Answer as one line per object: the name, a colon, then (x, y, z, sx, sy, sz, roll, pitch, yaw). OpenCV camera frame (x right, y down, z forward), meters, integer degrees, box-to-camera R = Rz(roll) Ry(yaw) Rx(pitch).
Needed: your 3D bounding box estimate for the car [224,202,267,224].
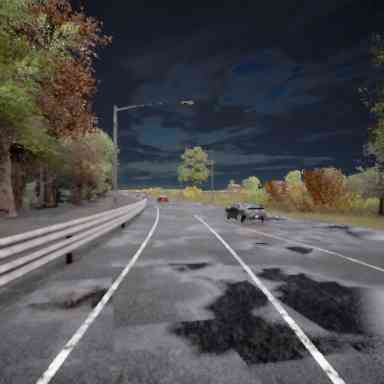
car: (3.910, 1.492, 25.171, 2.128, 1.511, 4.902, 0, 0, -13)

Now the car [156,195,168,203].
car: (-6.096, 1.351, 67.417, 1.882, 1.535, 5.008, 0, 0, -13)
